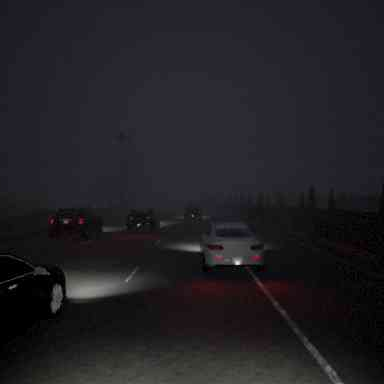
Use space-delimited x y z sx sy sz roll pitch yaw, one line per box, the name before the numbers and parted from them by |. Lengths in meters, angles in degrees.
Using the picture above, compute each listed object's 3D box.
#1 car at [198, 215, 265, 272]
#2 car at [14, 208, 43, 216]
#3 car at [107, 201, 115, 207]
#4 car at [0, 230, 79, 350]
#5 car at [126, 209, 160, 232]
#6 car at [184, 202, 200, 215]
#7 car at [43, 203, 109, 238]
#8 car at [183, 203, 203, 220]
car | 1.237 1.713 11.313 1.812 1.442 4.674 0 -1 0
car | -14.070 2.122 29.956 2.033 1.411 5.357 0 -1 0
car | -17.330 2.767 70.268 2.097 1.767 4.553 0 -1 -13
car | -3.395 1.550 4.645 1.837 1.490 4.892 0 -1 0
car | -3.378 1.933 23.574 2.128 1.511 4.902 0 -1 0
car | -0.038 2.300 47.911 2.097 1.767 4.553 0 -1 -2
car | -6.880 1.725 20.285 2.097 1.767 4.553 0 -1 0
car | 0.090 2.205 35.965 1.837 1.490 4.892 0 -1 0
